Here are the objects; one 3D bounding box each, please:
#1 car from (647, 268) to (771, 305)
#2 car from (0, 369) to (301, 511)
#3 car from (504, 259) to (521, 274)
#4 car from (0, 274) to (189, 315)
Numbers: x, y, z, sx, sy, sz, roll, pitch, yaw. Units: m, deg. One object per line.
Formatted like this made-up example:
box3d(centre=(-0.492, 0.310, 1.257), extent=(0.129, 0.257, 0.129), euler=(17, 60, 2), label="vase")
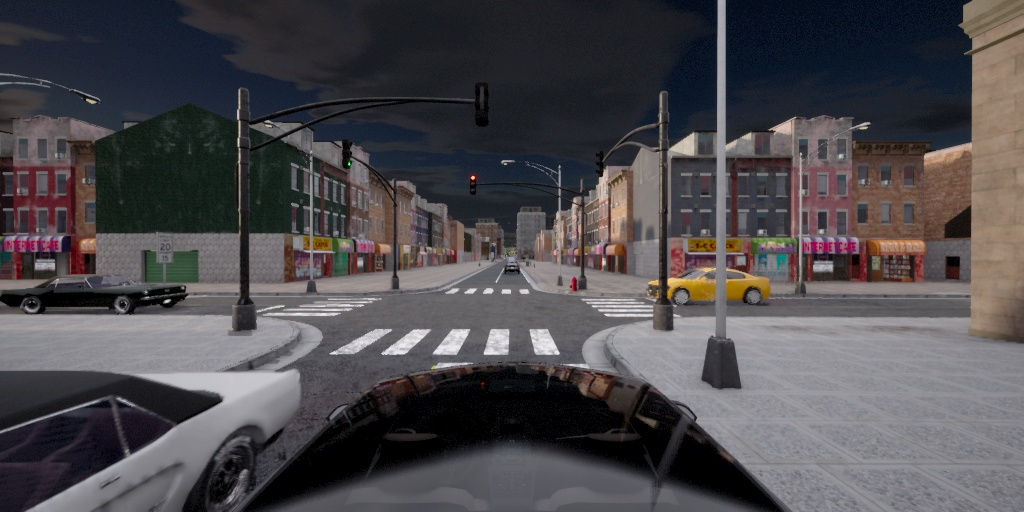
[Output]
box3d(centre=(8.473, 1.252, 15.654), extent=(5.008, 1.535, 1.882), euler=(0, 0, -3), label="car")
box3d(centre=(-2.987, 1.351, 1.337), extent=(1.895, 1.301, 4.718), euler=(0, 0, -2), label="car")
box3d(centre=(0.015, 1.313, 40.627), extent=(1.948, 1.339, 4.313), euler=(0, 0, 0), label="car")
box3d(centre=(-14.637, 1.312, 12.836), extent=(4.718, 1.301, 1.895), euler=(0, 0, -3), label="car")
